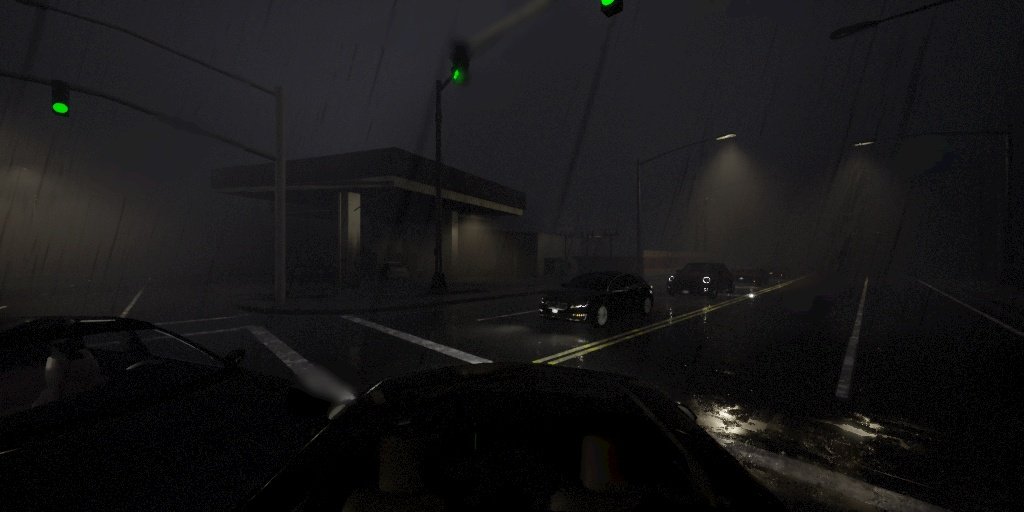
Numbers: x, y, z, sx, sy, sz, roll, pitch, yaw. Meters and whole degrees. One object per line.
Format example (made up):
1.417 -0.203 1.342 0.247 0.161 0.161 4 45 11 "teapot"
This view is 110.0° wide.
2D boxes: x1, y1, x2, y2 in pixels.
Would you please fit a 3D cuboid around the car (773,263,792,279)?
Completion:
23.784 1.314 32.344 4.181 1.385 1.994 0 0 -45 "car"

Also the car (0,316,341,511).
-3.420 1.242 2.520 4.902 1.511 2.128 0 0 15 "car"

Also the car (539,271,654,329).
2.883 1.255 11.538 1.837 1.490 4.892 0 0 45 "car"

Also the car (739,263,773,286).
16.650 1.314 25.292 1.994 1.385 4.181 0 0 44 "car"

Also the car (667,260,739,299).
9.722 1.102 18.382 4.553 1.767 2.097 0 0 -45 "car"
